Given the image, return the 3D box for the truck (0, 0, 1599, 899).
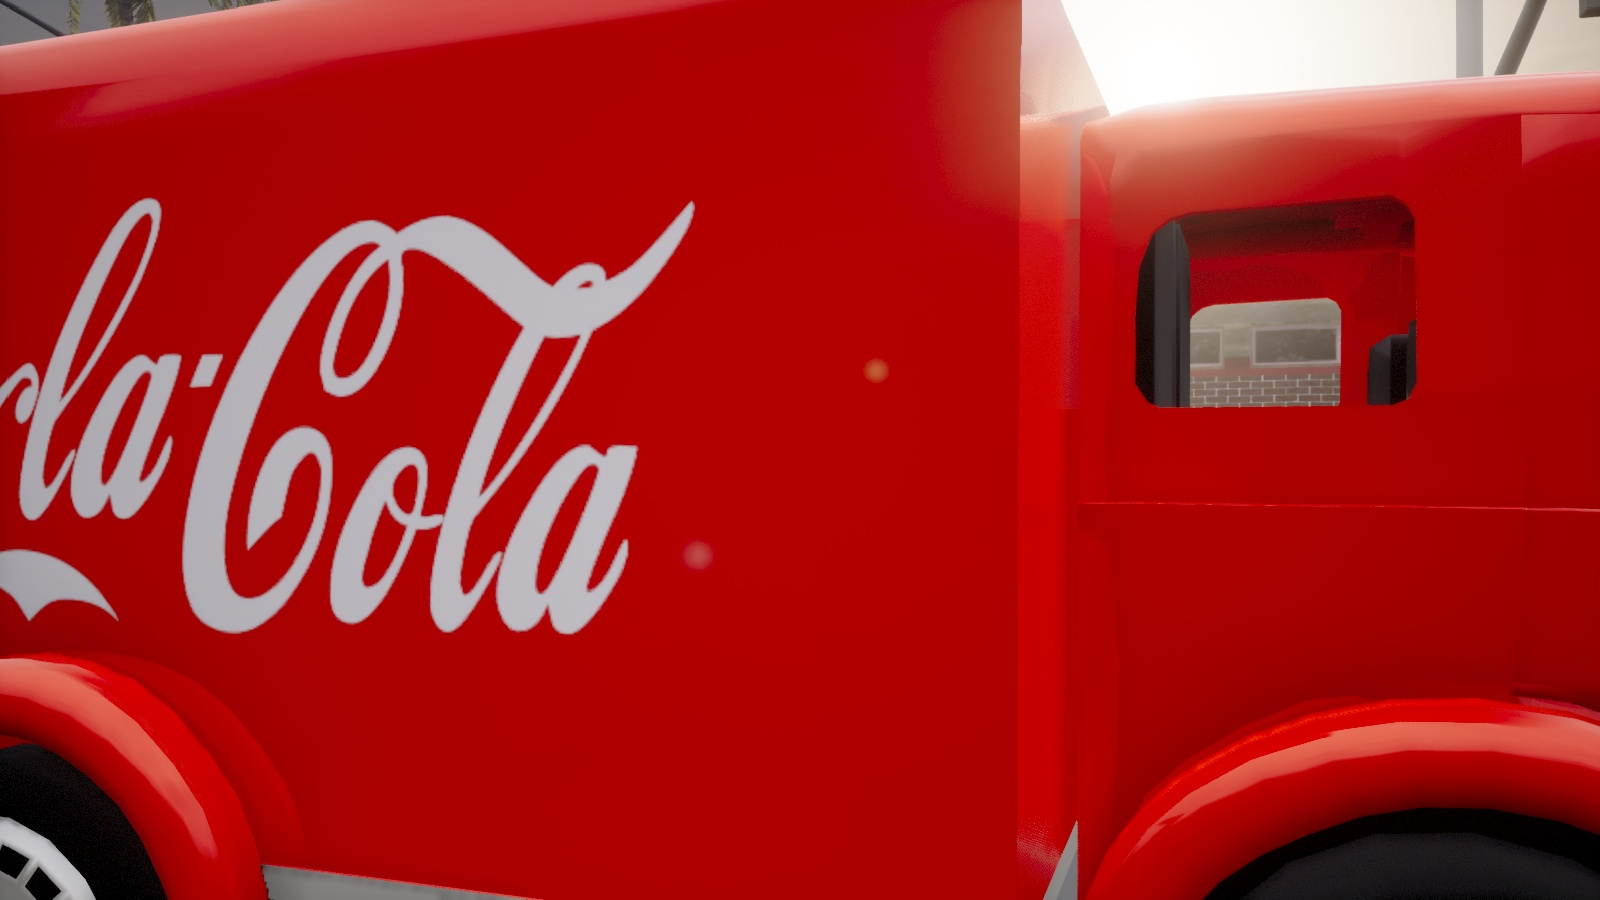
[{"bbox_3d":[-0.068,0.283,3.233,5.204,2.467,2.627,1,1,20],"label":"truck"}]
